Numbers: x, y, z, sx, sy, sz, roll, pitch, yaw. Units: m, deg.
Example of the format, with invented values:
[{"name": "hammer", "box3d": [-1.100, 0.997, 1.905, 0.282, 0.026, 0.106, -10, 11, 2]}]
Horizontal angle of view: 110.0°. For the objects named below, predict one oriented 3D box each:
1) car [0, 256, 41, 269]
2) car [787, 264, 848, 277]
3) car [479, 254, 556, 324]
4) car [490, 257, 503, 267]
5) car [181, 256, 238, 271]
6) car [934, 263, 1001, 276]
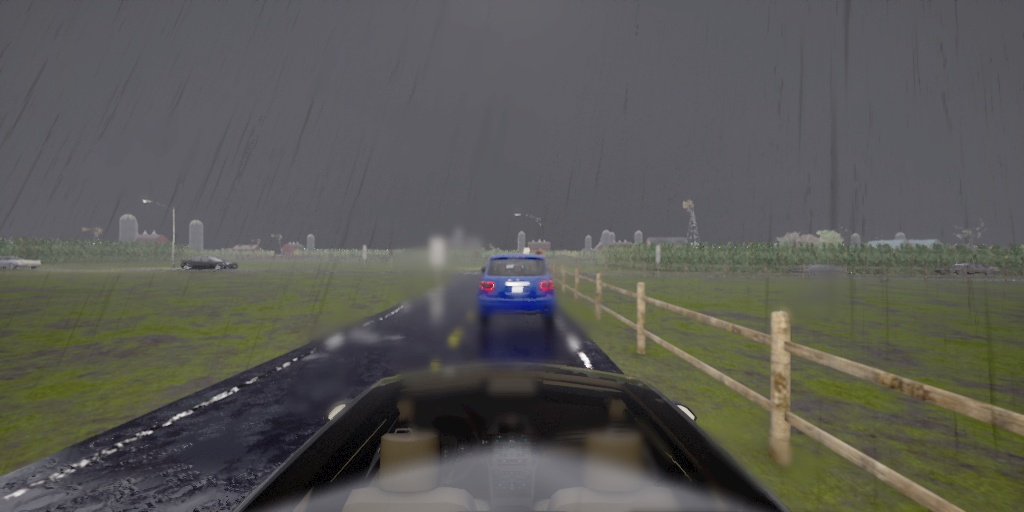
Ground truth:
[{"name": "car", "box3d": [-51.649, 0.677, 36.802, 4.718, 1.301, 1.895, 1, -1, 0]}, {"name": "car", "box3d": [33.214, 1.580, 39.030, 5.357, 1.411, 2.033, 1, -1, 0]}, {"name": "car", "box3d": [0.140, 0.939, 11.930, 2.150, 2.045, 5.566, 0, 0, 0]}, {"name": "car", "box3d": [-2.593, 1.012, 60.978, 1.837, 1.490, 4.892, 0, 0, 1]}, {"name": "car", "box3d": [-30.761, 0.760, 36.553, 5.008, 1.535, 1.882, 1, -1, 0]}, {"name": "car", "box3d": [49.264, 1.426, 38.819, 5.357, 1.411, 2.033, 1, -1, 0]}]
